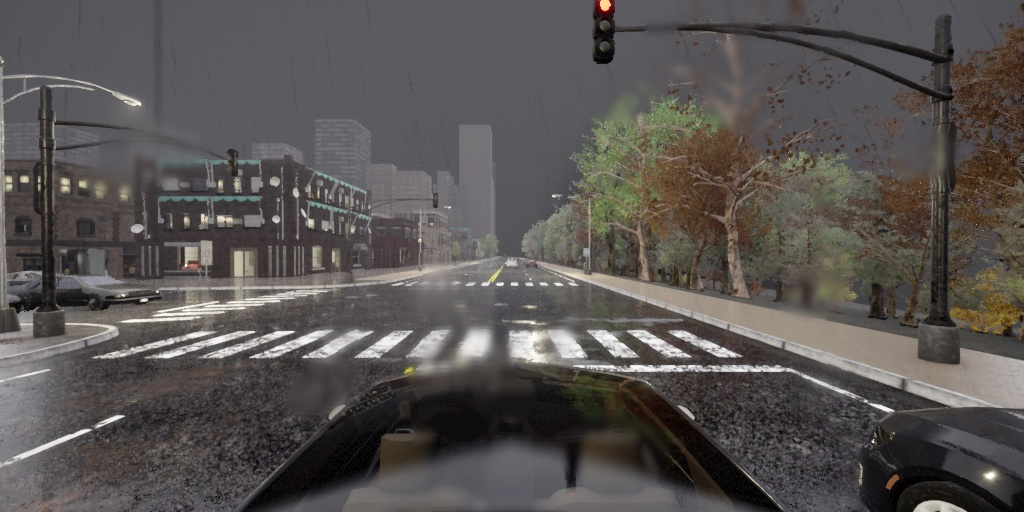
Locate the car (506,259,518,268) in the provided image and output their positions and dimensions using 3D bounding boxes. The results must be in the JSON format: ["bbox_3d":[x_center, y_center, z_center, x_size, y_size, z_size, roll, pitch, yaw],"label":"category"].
[{"bbox_3d":[-0.017,1.254,59.582,1.812,1.442,4.674,0,0,0],"label":"car"}]

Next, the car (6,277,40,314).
[{"bbox_3d":[-19.969,1.565,12.473,4.313,1.339,1.948,0,0,0],"label":"car"}]

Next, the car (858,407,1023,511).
[{"bbox_3d":[3.352,1.255,0.472,1.837,1.490,4.892,0,0,0],"label":"car"}]

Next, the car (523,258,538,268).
[{"bbox_3d":[3.232,1.255,60.009,1.812,1.442,4.674,0,-1,0],"label":"car"}]

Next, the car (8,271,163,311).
[{"bbox_3d":[-18.118,1.498,15.136,5.357,1.411,2.033,-1,1,2],"label":"car"}]
